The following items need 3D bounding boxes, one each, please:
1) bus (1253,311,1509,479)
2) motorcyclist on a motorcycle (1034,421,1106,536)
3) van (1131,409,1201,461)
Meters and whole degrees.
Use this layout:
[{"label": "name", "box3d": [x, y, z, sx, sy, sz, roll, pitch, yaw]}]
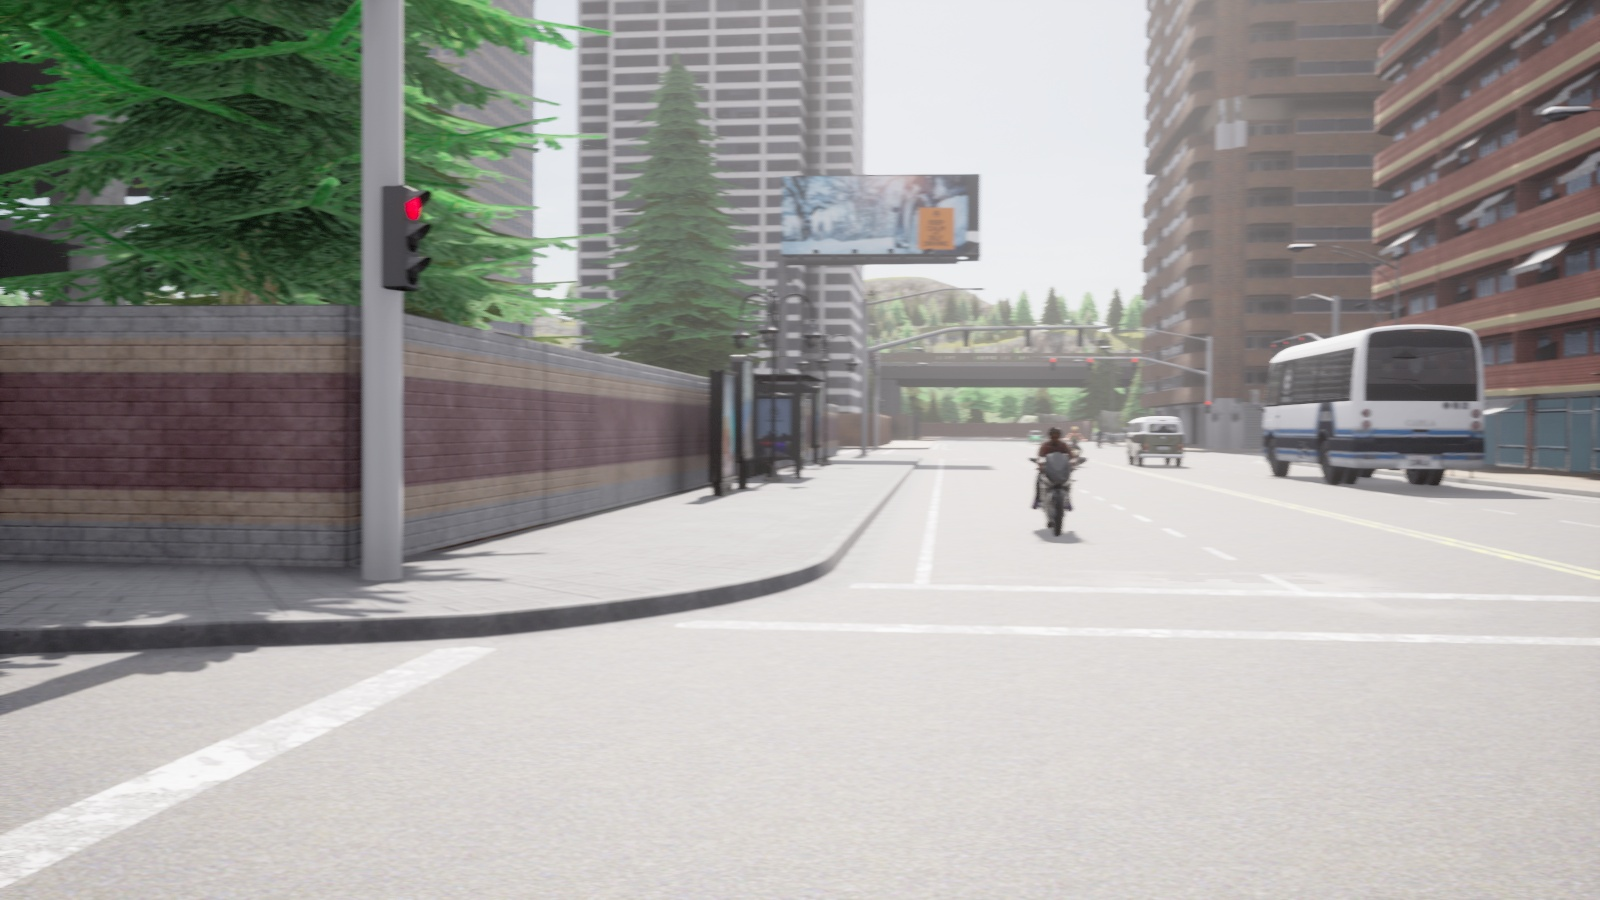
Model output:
[{"label": "bus", "box3d": [16.762, -1.494, 37.394, 3.944, 4.253, 10.273, -1, 1, 7]}, {"label": "motorcyclist on a motorcycle", "box3d": [3.791, 0.364, 17.761, 0.797, 1.523, 2.044, -1, 1, 7]}, {"label": "van", "box3d": [15.010, -0.628, 51.780, 2.069, 2.038, 4.480, -1, 1, 7]}]
